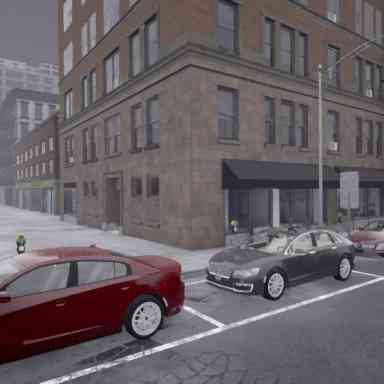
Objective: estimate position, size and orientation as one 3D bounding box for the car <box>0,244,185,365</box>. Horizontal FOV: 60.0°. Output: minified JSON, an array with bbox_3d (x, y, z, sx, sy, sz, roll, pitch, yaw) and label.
[{"bbox_3d":[-2.221,1.544,4.958,4.507,1.381,1.887,0,-1,-36],"label":"car"}]

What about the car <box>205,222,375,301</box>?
[{"bbox_3d":[2.319,1.550,8.208,4.403,1.369,2.008,0,-1,-36],"label":"car"}]

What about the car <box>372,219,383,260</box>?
[{"bbox_3d":[6.859,1.581,11.458,4.206,1.307,1.802,0,-1,-36],"label":"car"}]
